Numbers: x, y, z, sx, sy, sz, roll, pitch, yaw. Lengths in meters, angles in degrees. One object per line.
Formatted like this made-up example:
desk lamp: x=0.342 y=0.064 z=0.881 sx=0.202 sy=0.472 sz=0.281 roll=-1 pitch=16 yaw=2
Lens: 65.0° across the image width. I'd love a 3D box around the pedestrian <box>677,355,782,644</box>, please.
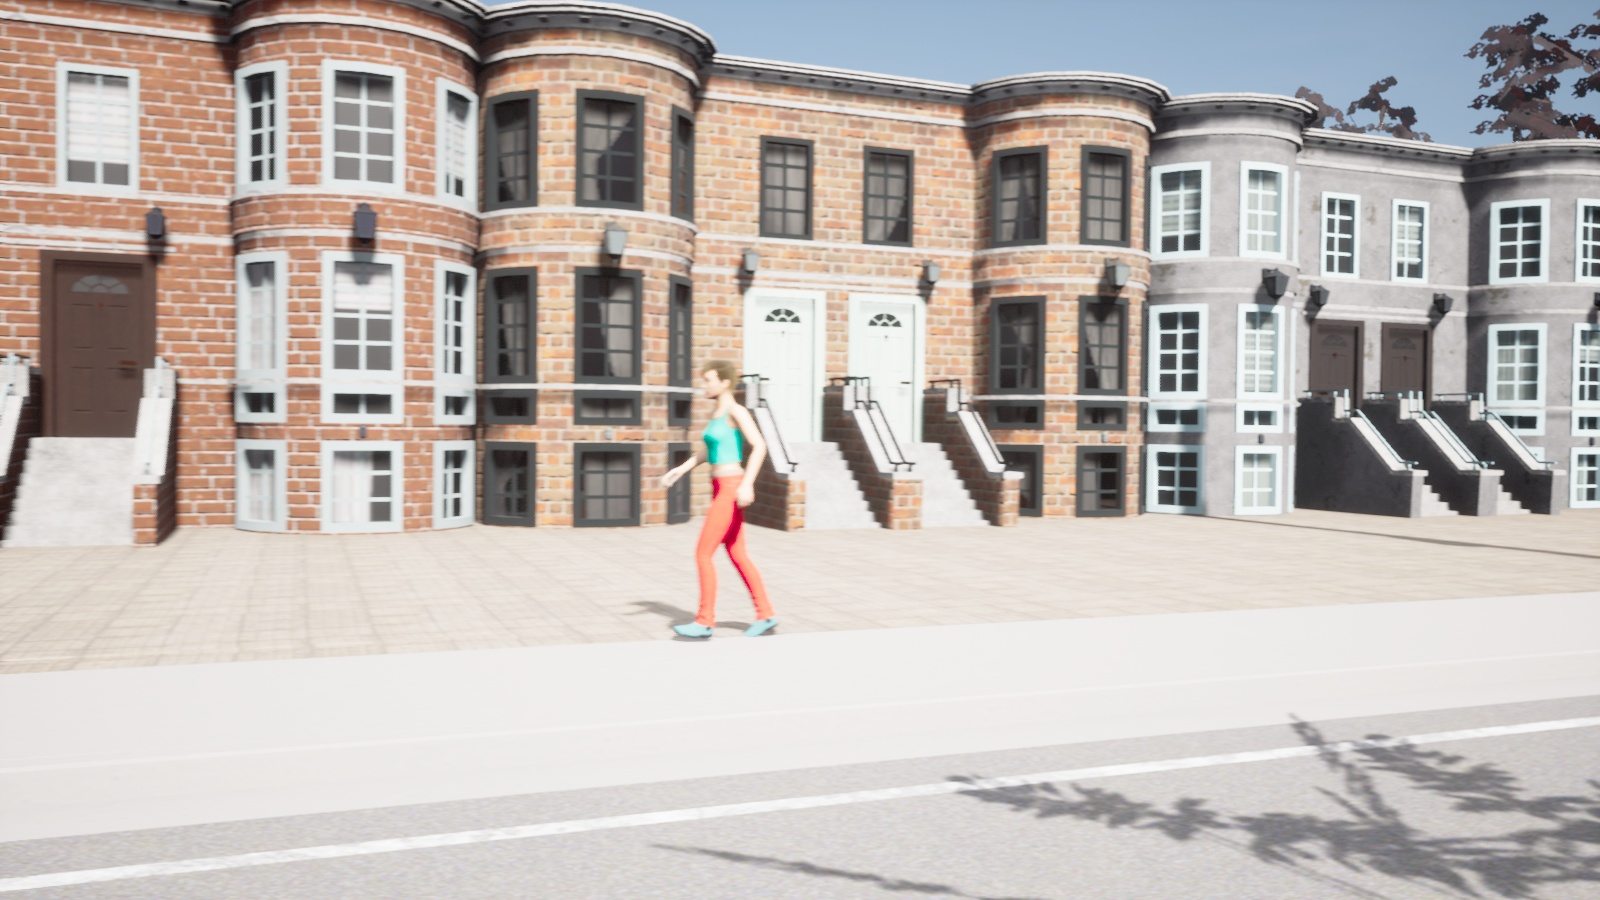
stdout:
pedestrian: x=-0.463 y=0.309 z=8.202 sx=0.594 sy=1.836 sz=0.345 roll=-1 pitch=1 yaw=-17
